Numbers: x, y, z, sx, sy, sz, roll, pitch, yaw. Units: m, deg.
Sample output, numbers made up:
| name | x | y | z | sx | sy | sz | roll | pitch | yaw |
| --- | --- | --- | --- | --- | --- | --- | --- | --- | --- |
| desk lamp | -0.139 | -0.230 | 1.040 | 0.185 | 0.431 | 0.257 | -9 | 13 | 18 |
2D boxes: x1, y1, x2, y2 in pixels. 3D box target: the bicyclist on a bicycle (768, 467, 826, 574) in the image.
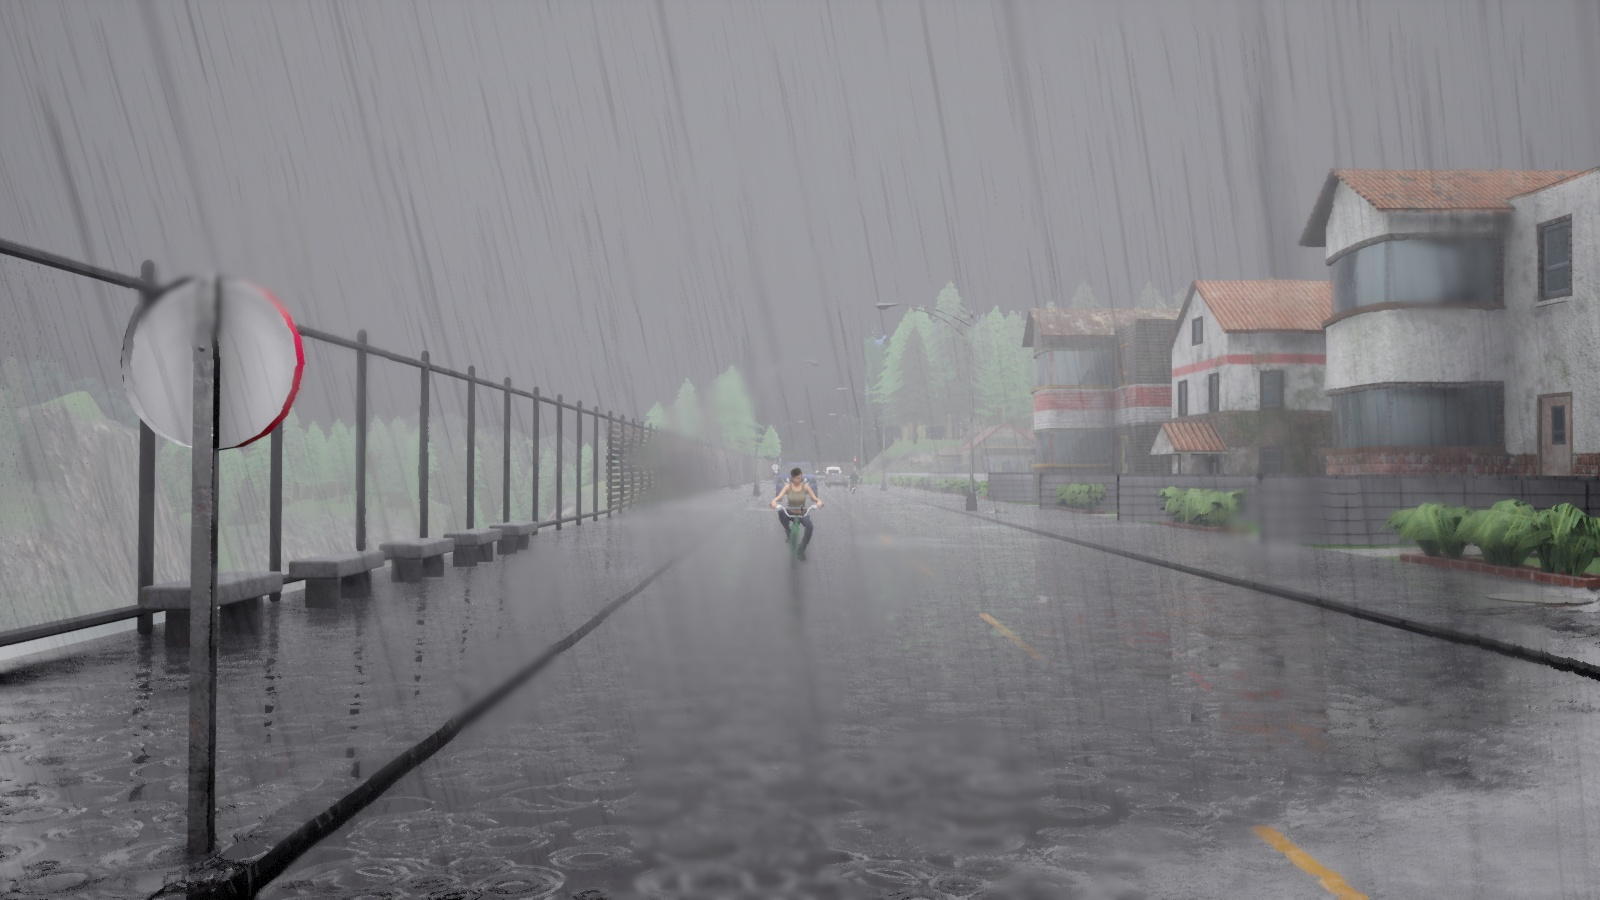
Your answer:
| name | x | y | z | sx | sy | sz | roll | pitch | yaw |
| --- | --- | --- | --- | --- | --- | --- | --- | --- | --- |
| bicyclist on a bicycle | -0.044 | 1.083 | 19.791 | 0.866 | 1.612 | 1.509 | 0 | -1 | 0 |

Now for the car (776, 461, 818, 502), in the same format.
| name | x | y | z | sx | sy | sz | roll | pitch | yaw |
| --- | --- | --- | --- | --- | --- | --- | --- | --- | --- |
| car | -0.163 | 1.653 | 66.802 | 2.150 | 2.045 | 5.566 | 0 | -1 | 0 |
